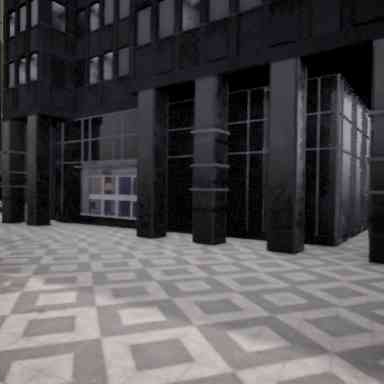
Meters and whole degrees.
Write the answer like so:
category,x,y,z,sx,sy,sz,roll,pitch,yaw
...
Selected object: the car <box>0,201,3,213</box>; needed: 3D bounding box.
category,x,y,z,sx,sy,sz,roll,pitch,yaw
car,-20.437,1.662,35.170,2.008,1.369,4.403,1,1,36
